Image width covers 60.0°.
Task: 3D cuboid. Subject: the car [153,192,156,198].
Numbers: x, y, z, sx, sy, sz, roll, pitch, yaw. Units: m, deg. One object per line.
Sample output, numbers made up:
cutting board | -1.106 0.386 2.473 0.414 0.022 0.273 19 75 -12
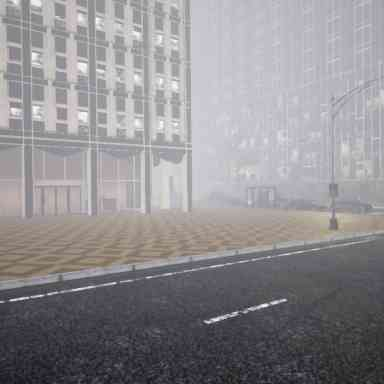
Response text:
car | -9.049 0.685 83.584 1.967 1.590 4.097 0 1 -34

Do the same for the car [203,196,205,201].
car | 3.758 1.042 64.802 1.802 1.307 4.206 0 1 -34

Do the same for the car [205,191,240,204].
car | 4.934 0.873 52.797 2.150 2.045 5.566 -1 1 -34

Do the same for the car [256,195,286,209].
car | 9.546 1.387 41.238 1.802 1.307 4.206 0 1 -34

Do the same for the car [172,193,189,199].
car | -2.645 0.935 74.194 1.802 1.307 4.206 0 1 -34

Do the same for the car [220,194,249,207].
car | 6.393 1.319 45.966 1.947 1.339 4.313 0 1 -34

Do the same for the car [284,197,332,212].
car | 12.734 1.423 36.529 1.947 1.339 4.313 0 1 -34

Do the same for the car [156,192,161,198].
car | -5.847 0.614 78.887 2.192 1.841 5.009 0 1 -34

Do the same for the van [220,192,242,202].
van | 6.959 0.854 60.103 1.690 1.788 3.998 0 1 -34

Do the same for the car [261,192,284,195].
car | 10.962 0.971 43.937 2.150 2.045 5.566 -1 1 -34

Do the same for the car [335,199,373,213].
car | 16.821 1.407 35.347 1.994 1.385 4.181 -1 1 -34

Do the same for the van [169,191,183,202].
van | -3.166 0.936 60.080 1.690 1.788 3.998 0 1 -34
